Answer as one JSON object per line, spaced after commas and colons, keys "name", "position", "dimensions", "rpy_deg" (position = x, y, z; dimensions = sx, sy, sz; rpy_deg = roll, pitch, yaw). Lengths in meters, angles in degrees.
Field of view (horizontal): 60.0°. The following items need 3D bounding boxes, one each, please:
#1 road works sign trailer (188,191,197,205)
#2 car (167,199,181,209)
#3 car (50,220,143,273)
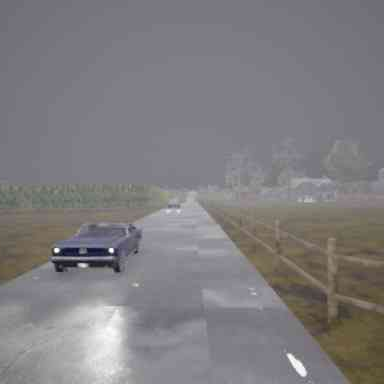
{"name": "road works sign trailer", "position": [0.134, 1.491, 85.740], "dimensions": [2.380, 3.560, 2.880], "rpy_deg": [0, -1, -5]}
{"name": "car", "position": [-2.805, 1.904, 52.158], "dimensions": [1.882, 1.535, 5.008], "rpy_deg": [0, -1, 0]}
{"name": "car", "position": [-2.848, 1.628, 10.921], "dimensions": [1.895, 1.301, 4.718], "rpy_deg": [0, 0, 0]}
